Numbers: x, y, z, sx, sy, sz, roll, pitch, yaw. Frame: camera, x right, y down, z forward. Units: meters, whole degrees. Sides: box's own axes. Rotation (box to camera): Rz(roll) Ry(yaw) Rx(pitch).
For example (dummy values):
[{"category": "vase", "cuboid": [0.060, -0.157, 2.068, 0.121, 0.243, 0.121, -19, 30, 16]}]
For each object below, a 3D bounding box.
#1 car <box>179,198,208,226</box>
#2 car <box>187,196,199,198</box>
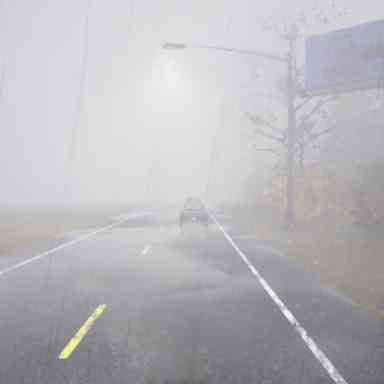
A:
[{"category": "car", "cuboid": [0.106, 1.423, 23.073, 2.128, 1.511, 4.902, 0, 0, 0]}, {"category": "car", "cuboid": [0.108, 1.228, 41.205, 2.097, 1.767, 4.553, 0, 0, 0]}]
